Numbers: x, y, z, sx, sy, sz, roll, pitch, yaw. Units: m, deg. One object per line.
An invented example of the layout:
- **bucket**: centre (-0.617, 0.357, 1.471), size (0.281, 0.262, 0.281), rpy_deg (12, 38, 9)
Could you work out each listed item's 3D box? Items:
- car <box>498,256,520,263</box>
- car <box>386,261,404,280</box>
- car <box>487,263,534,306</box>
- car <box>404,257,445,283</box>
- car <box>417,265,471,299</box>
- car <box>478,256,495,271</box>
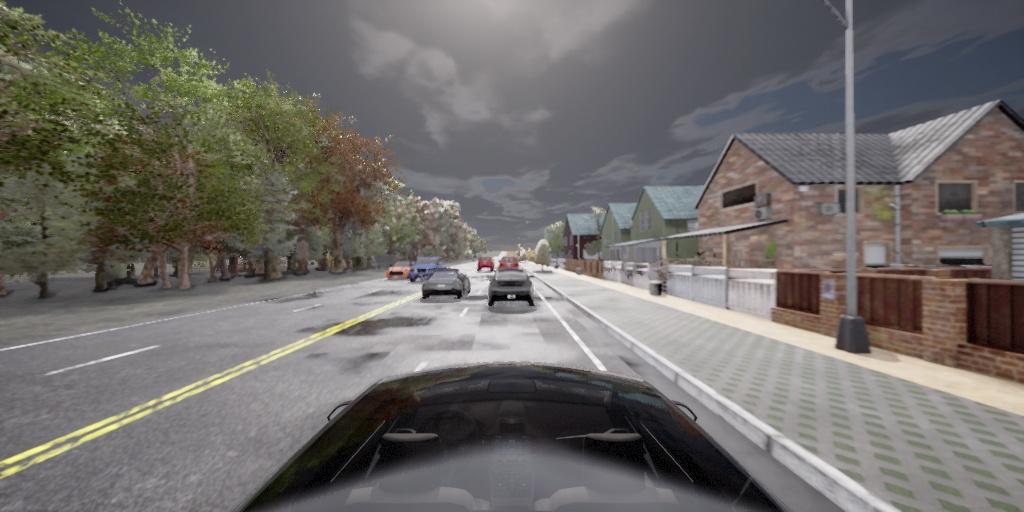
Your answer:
- **car**: centre (-0.309, 1.042, 39.159), size (2.150, 2.045, 5.566), rpy_deg (0, 0, -1)
- **car**: centre (-10.177, 1.242, 33.659), size (2.097, 1.767, 4.553), rpy_deg (0, 0, 0)
- **car**: centre (-0.048, 1.285, 16.067), size (1.837, 1.490, 4.892), rpy_deg (0, 1, -1)
- **car**: centre (-6.896, 1.077, 29.845), size (2.150, 2.045, 5.566), rpy_deg (0, 0, -1)
- **car**: centre (-3.322, 1.372, 18.699), size (1.994, 1.385, 4.181), rpy_deg (0, 0, -1)
- **car**: centre (-3.699, 1.078, 51.349), size (2.150, 2.045, 5.566), rpy_deg (0, 0, -1)
